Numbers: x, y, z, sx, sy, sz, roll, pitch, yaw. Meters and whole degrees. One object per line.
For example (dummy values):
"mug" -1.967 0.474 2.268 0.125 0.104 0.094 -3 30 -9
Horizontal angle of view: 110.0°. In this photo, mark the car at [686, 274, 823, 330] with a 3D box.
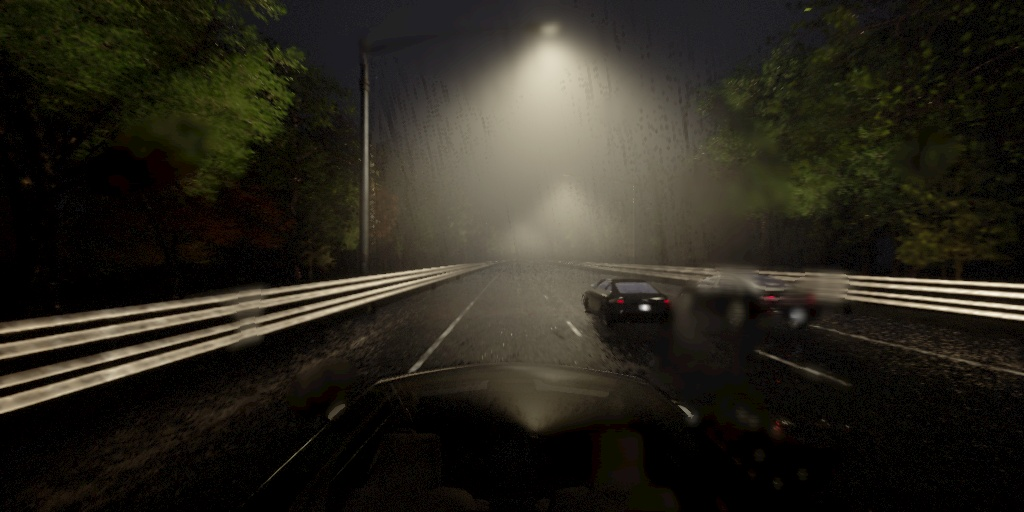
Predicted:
"car" 7.098 1.304 11.340 2.128 1.511 4.902 0 0 0

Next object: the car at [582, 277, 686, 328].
"car" 3.598 1.379 11.716 1.994 1.385 4.181 0 0 0
